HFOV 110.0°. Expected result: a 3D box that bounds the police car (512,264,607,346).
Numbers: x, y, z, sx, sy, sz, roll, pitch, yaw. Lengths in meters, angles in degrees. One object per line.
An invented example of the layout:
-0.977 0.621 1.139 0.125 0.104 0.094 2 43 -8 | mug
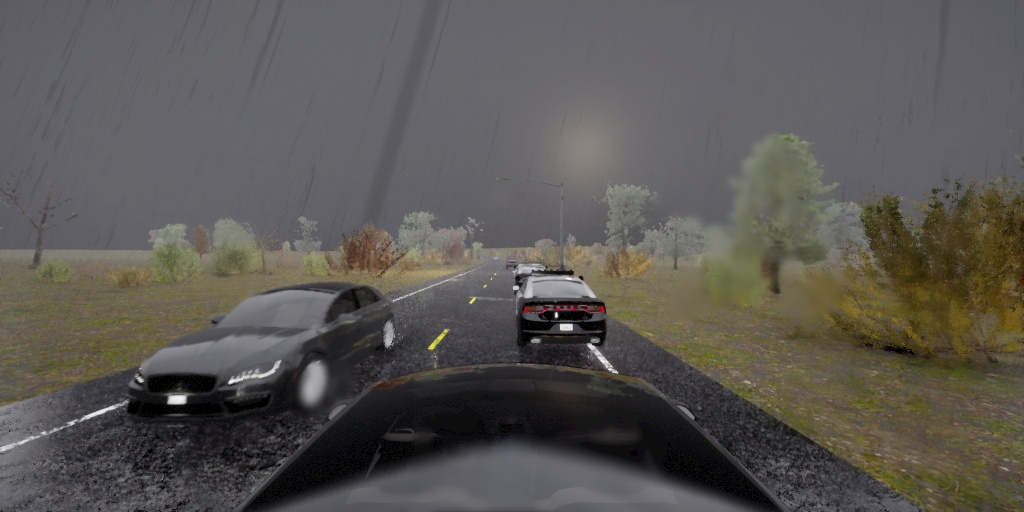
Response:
1.050 1.170 9.512 1.930 1.638 5.238 0 0 0 | police car

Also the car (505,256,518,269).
0.057 1.166 52.581 1.837 1.490 4.892 0 0 0 | car

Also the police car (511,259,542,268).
1.050 1.159 19.514 1.930 1.638 5.238 0 0 0 | police car

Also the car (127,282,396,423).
-3.500 1.252 6.177 1.837 1.490 4.892 0 0 0 | car
